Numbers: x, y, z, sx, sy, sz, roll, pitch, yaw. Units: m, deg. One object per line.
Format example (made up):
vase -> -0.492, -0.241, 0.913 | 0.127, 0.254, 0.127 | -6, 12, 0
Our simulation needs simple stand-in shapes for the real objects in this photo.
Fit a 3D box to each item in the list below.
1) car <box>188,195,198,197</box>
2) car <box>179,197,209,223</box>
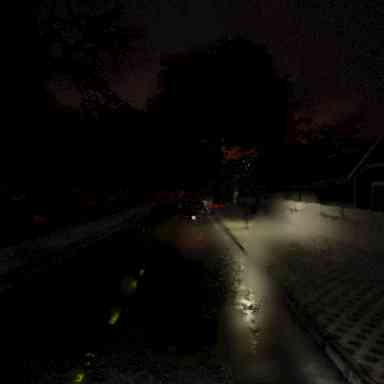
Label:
car -> 0.125, 1.146, 41.646 | 2.097, 1.767, 4.553 | 0, 0, 0
car -> 0.116, 1.373, 23.845 | 1.837, 1.490, 4.892 | 0, 0, 0
